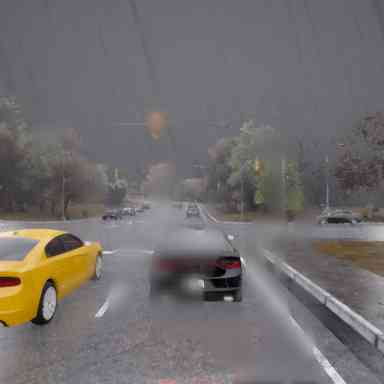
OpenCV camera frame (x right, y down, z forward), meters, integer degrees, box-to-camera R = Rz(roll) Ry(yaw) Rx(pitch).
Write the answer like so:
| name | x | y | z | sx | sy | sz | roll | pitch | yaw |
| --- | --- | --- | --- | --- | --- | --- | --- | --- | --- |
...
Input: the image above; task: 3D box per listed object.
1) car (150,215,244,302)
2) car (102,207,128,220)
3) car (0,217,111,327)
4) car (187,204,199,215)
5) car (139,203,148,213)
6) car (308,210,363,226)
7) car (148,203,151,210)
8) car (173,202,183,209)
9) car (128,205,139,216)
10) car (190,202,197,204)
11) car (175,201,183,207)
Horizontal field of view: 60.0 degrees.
| name | x | y | z | sx | sy | sz | roll | pitch | yaw |
| --- | --- | --- | --- | --- | --- | --- | --- | --- | --- |
| car | 0.102 | 1.565 | 8.490 | 1.882 | 1.535 | 5.008 | 0 | -1 | 0 |
| car | -10.519 | 2.998 | 44.711 | 2.033 | 1.411 | 5.357 | 0 | -2 | 1 |
| car | -3.406 | 1.542 | 7.248 | 1.882 | 1.535 | 5.008 | 0 | -1 | 0 |
| car | 0.193 | 3.126 | 51.838 | 2.128 | 1.511 | 4.902 | 0 | -1 | 0 |
| car | -10.408 | 3.240 | 64.686 | 2.128 | 1.511 | 4.902 | 0 | 0 | 1 |
| car | 13.575 | 2.424 | 31.560 | 4.902 | 1.511 | 2.128 | 0 | -2 | -3 |
| car | -10.346 | 3.223 | 75.267 | 2.033 | 1.411 | 5.357 | 0 | 0 | 0 |
| car | -3.343 | 3.176 | 76.633 | 1.837 | 1.490 | 4.892 | 0 | 0 | 0 |
| car | -10.472 | 3.206 | 54.581 | 1.812 | 1.442 | 4.674 | 0 | -1 | 0 |
| car | 0.152 | 3.197 | 81.265 | 1.994 | 1.385 | 4.181 | 0 | 0 | -1 |
| car | -3.440 | 3.158 | 86.702 | 1.994 | 1.385 | 4.181 | 0 | 0 | -3 |
